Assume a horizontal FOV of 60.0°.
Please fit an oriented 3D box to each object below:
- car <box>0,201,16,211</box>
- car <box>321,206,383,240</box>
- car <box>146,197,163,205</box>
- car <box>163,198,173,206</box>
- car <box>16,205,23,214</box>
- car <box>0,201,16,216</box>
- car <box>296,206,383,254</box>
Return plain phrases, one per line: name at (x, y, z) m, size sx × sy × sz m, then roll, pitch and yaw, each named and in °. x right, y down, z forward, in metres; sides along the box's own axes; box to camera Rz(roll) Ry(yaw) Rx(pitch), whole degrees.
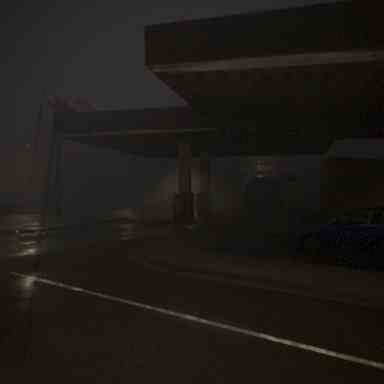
car at (-30.458, 2.228, 52.011) m, size 1.837 × 1.490 × 4.892 m, roll -1°, pitch 0°, yaw 33°
car at (8.704, 1.486, 16.642) m, size 3.806 × 1.475 × 1.970 m, roll -1°, pitch -1°, yaw 36°
car at (-8.058, 2.008, 74.432) m, size 4.553 × 1.767 × 2.097 m, roll 0°, pitch 0°, yaw -27°
car at (-2.886, 2.087, 64.935) m, size 4.181 × 1.385 × 1.994 m, roll 0°, pitch -1°, yaw -28°
car at (-24.029, 1.934, 42.239) m, size 2.097 × 1.767 × 4.553 m, roll -1°, pitch -1°, yaw 36°
car at (-23.129, 2.013, 37.474) m, size 1.882 × 1.535 × 5.008 m, roll -1°, pitch -1°, yaw 36°
car at (5.999, 1.316, 11.516) m, size 4.611 × 1.667 × 2.242 m, roll -1°, pitch -1°, yaw 36°
